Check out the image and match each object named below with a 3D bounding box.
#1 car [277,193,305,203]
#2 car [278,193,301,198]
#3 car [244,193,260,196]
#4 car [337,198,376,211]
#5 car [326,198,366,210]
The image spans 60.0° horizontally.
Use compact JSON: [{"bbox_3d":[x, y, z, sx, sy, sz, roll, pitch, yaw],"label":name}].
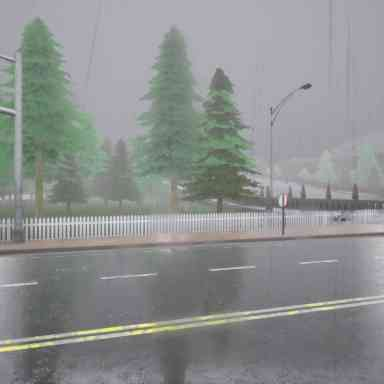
[{"bbox_3d":[16.187,0.936,54.547,1.895,1.301,4.718,0,4,-19],"label":"car"},{"bbox_3d":[14.565,1.014,48.531,2.097,1.767,4.553,0,3,-19],"label":"car"},{"bbox_3d":[10.600,0.248,60.105,2.033,1.411,5.357,0,6,-18],"label":"car"},{"bbox_3d":[18.332,1.589,37.761,1.895,1.301,4.718,0,0,-19],"label":"car"},{"bbox_3d":[20.031,1.520,43.492,1.895,1.301,4.718,0,1,-19],"label":"car"}]
